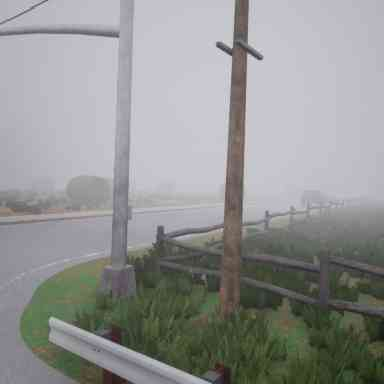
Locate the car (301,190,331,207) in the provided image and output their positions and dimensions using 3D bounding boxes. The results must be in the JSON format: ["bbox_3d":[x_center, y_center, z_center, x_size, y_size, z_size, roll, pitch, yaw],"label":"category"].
[{"bbox_3d":[15.415,0.811,41.828,2.150,2.045,5.566,3,2,34],"label":"car"}]

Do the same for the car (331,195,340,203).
[{"bbox_3d":[21.167,1.133,50.725,1.994,1.385,4.181,3,2,33],"label":"car"}]

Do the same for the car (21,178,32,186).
[{"bbox_3d":[-39.171,-2.324,79.237,1.905,1.878,3.866,8,2,-13],"label":"car"}]
